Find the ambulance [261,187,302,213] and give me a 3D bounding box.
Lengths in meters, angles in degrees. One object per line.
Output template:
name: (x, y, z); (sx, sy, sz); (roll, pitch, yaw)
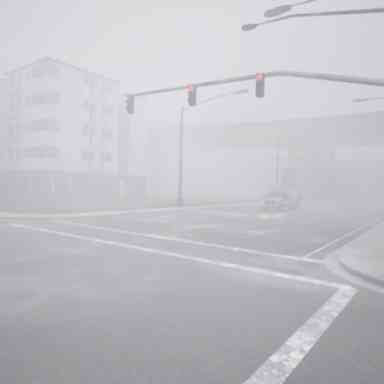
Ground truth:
ambulance: (9.184, 0.697, 33.973); (2.351, 2.431, 6.366); (2, 1, 35)
